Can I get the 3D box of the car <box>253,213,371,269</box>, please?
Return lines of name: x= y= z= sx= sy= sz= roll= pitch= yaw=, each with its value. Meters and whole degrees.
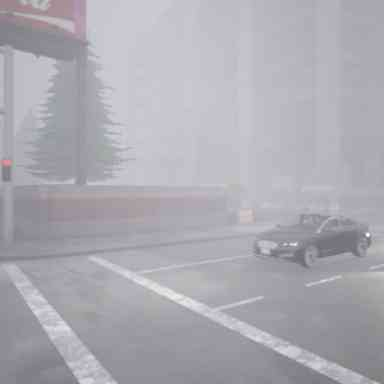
car: x=4.169 y=1.487 z=11.263 sx=4.902 sy=1.511 sz=2.128 roll=0 pitch=0 yaw=-35
